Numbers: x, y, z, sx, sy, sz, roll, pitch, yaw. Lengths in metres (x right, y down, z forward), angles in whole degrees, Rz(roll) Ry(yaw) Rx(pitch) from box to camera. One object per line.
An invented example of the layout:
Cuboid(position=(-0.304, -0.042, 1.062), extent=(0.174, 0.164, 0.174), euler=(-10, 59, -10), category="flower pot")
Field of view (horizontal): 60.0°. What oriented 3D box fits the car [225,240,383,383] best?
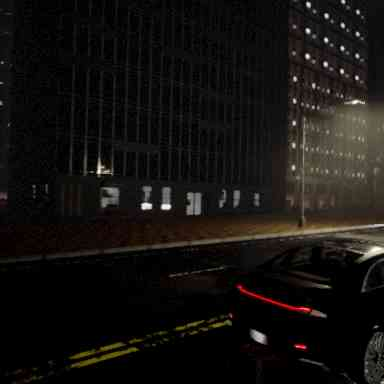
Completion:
Cuboid(position=(2.775, 1.559, 5.420), extent=(4.902, 1.511, 2.128), euler=(1, 0, -35), category="car")
